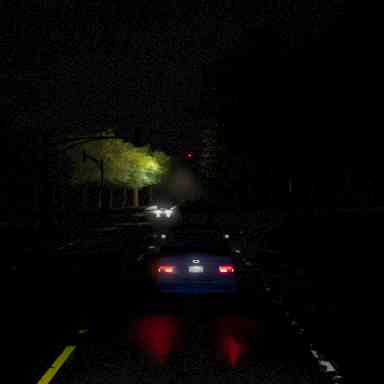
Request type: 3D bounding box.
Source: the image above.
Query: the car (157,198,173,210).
[{"bbox_3d":[-4.182,2.000,49.804,1.895,1.301,4.718,0,-1,-1],"label":"car"}]

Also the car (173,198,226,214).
[{"bbox_3d":[0.857,1.480,31.044,4.674,1.442,1.812,-2,-2,2],"label":"car"}]

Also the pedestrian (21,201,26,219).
[{"bbox_3d":[-18.100,1.917,35.640,0.375,1.860,0.375,0,1,2],"label":"pedestrian"}]

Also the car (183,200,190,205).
[{"bbox_3d":[-1.526,2.963,90.978,1.895,1.301,4.718,0,-2,-1],"label":"car"}]

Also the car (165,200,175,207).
[{"bbox_3d":[-4.526,2.310,68.857,1.994,1.385,4.181,0,-1,-1],"label":"car"}]

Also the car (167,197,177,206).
[{"bbox_3d":[-4.761,2.226,79.318,2.150,2.045,5.566,0,-1,-1],"label":"car"}]

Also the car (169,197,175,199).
[{"bbox_3d":[-4.370,1.910,58.908,2.097,1.767,4.553,0,-1,-1],"label":"car"}]

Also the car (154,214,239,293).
[{"bbox_3d":[0.087,1.550,8.974,2.033,1.411,5.357,0,0,0],"label":"car"}]

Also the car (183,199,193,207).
[{"bbox_3d":[-0.809,2.151,63.858,1.837,1.490,4.892,0,-1,-1],"label":"car"}]
